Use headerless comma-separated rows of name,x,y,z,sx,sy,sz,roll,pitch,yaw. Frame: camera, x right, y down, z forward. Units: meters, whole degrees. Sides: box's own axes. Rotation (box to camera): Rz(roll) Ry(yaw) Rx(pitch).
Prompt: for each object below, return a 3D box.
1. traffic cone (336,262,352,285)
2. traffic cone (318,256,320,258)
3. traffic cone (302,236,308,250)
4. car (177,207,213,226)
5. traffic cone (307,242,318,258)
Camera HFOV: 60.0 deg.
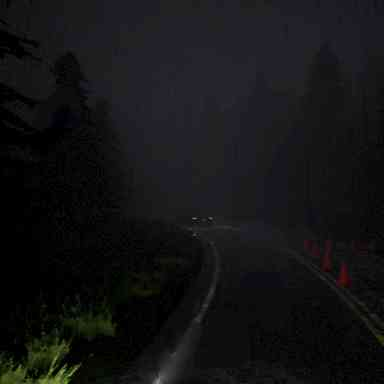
traffic cone,4.158,2.208,9.105,0.340,0.580,0.340,1,0,10
traffic cone,4.493,2.234,11.076,0.340,0.580,0.340,1,0,10
traffic cone,5.164,2.289,15.017,0.340,0.580,0.340,1,0,10
car,0.157,2.025,28.141,1.837,1.490,4.892,0,-1,-19
traffic cone,4.829,2.264,13.052,0.340,0.580,0.340,1,-1,10
